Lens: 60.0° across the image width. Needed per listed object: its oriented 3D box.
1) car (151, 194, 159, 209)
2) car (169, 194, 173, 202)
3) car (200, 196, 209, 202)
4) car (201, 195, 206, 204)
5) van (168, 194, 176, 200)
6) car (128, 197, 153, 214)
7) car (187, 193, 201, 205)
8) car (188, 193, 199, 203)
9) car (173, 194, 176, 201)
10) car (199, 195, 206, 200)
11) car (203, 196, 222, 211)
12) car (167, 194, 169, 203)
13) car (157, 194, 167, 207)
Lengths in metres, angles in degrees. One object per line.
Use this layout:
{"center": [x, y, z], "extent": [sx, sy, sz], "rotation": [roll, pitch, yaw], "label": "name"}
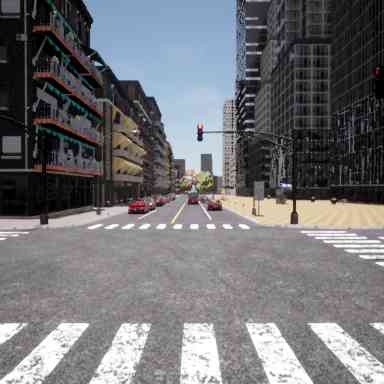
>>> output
{"center": [-5.620, 1.436, 41.028], "extent": [1.967, 1.590, 4.097], "rotation": [-1, 0, 0], "label": "car"}
{"center": [-5.562, 1.583, 69.273], "extent": [1.802, 1.307, 4.206], "rotation": [-1, 0, 0], "label": "car"}
{"center": [2.797, 1.548, 74.963], "extent": [1.887, 1.381, 4.507], "rotation": [-1, 0, 0], "label": "car"}
{"center": [2.774, 1.551, 63.664], "extent": [2.008, 1.369, 4.403], "rotation": [-1, 0, 0], "label": "car"}
{"center": [-5.520, 1.350, 91.868], "extent": [1.690, 1.788, 3.998], "rotation": [-1, 0, 0], "label": "van"}
{"center": [-5.630, 1.540, 35.379], "extent": [1.887, 1.381, 4.507], "rotation": [-1, 0, 0], "label": "car"}
{"center": [0.221, 1.477, 59.748], "extent": [1.882, 1.535, 5.008], "rotation": [0, 0, 0], "label": "car"}
{"center": [0.255, 1.223, 70.014], "extent": [2.150, 2.045, 5.566], "rotation": [0, 0, 0], "label": "car"}
{"center": [-5.532, 1.322, 86.220], "extent": [2.192, 1.841, 5.009], "rotation": [-1, 0, 0], "label": "car"}
{"center": [2.830, 1.534, 92.080], "extent": [1.752, 1.417, 4.829], "rotation": [-1, 0, 0], "label": "car"}
{"center": [2.728, 1.540, 41.069], "extent": [1.887, 1.381, 4.507], "rotation": [-1, 0, 0], "label": "car"}
{"center": [-5.586, 1.439, 57.975], "extent": [1.967, 1.590, 4.097], "rotation": [-1, 0, 0], "label": "car"}
{"center": [-5.599, 1.312, 52.327], "extent": [2.192, 1.841, 5.009], "rotation": [-1, 0, 0], "label": "car"}
